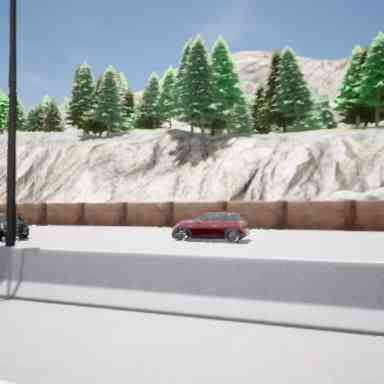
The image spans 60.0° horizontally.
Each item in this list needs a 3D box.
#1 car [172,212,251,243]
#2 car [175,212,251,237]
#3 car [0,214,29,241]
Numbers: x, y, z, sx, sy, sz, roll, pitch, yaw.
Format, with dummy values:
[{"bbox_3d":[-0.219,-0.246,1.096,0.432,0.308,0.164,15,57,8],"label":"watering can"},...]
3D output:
[{"bbox_3d":[1.123,2.002,19.832,4.553,1.767,2.097,-1,-2,20],"label":"car"},{"bbox_3d":[1.484,2.242,23.425,5.008,1.535,1.882,-1,-2,21],"label":"car"},{"bbox_3d":[-12.895,2.182,21.539,4.553,1.767,2.097,-1,-2,22],"label":"car"}]
